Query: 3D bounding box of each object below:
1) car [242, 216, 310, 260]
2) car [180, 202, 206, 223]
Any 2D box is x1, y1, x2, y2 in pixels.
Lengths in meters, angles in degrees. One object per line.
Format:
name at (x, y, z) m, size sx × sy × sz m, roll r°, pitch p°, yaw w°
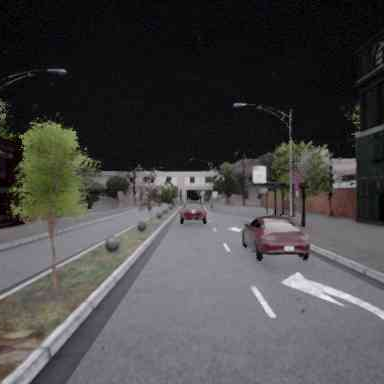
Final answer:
car at (3.101, 1.663, 12.911) m, size 1.812 × 1.442 × 4.674 m, roll 0°, pitch -1°, yaw 0°
car at (0.102, 1.644, 28.686) m, size 2.097 × 1.767 × 4.553 m, roll 0°, pitch -1°, yaw 0°
